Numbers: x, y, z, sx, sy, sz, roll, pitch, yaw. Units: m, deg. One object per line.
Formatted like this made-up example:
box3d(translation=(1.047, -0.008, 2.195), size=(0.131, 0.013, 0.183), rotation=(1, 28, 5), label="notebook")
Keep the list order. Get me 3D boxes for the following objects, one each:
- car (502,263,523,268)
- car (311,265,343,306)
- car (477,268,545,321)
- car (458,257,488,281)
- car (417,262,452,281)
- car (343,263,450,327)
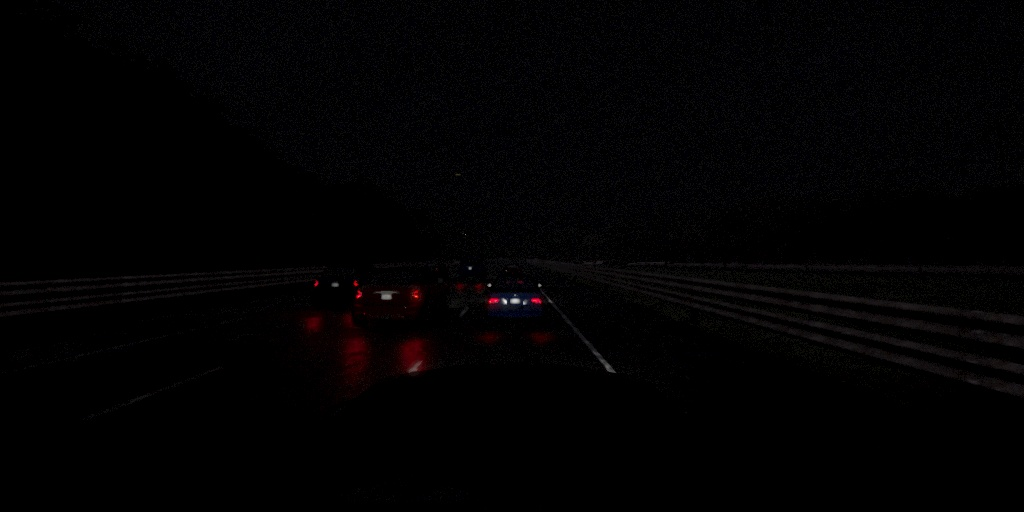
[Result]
box3d(translation=(0.093, 1.404, 33.632), size=(1.812, 1.442, 4.674), rotation=(0, 0, 0), label="car")
box3d(translation=(-6.908, 1.155, 16.138), size=(2.097, 1.767, 4.553), rotation=(0, 0, 0), label="car")
box3d(translation=(0.092, 1.337, 12.677), size=(2.033, 1.411, 5.357), rotation=(0, 0, 0), label="car")
box3d(translation=(-3.393, 1.081, 31.755), size=(2.150, 2.045, 5.566), rotation=(1, 0, 0), label="car")
box3d(translation=(-6.914, 1.333, 32.709), size=(2.128, 1.511, 4.902), rotation=(0, 0, 0), label="car")
box3d(translation=(-3.414, 1.138, 11.889), size=(2.097, 1.767, 4.553), rotation=(0, 0, 0), label="car")
